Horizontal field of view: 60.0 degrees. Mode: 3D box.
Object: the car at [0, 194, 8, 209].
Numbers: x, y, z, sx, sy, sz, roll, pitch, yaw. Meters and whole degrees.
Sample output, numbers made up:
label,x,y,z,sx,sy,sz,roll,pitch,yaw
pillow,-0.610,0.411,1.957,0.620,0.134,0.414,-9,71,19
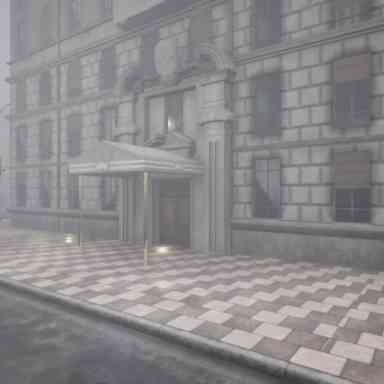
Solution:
label,x,y,z,sx,sy,sz,roll,pitch,yaw
car,-26.766,1.221,42.717,2.150,2.045,5.566,0,0,35
